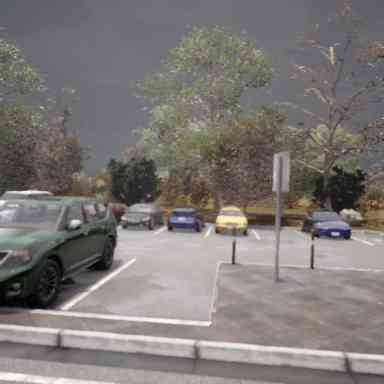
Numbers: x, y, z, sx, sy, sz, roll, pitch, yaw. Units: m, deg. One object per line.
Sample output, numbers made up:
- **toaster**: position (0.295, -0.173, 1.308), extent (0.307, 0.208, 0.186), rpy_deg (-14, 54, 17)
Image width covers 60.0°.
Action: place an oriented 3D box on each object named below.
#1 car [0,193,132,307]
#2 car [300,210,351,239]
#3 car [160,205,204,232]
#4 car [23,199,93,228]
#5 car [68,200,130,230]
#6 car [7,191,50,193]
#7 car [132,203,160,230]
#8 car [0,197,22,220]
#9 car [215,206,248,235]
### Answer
- **car**: position (-3.593, 1.152, 8.227), extent (2.435, 2.045, 5.566), rpy_deg (2, 0, 6)
- **car**: position (7.944, 1.862, 20.153), extent (2.163, 1.488, 4.792), rpy_deg (2, 0, 6)
- **car**: position (-0.326, 1.588, 21.089), extent (2.163, 1.488, 4.792), rpy_deg (2, 0, 6)
- **car**: position (-8.603, 1.285, 21.944), extent (2.097, 1.535, 5.008), rpy_deg (2, 0, 6)
- **car**: position (-5.844, 1.376, 21.651), extent (2.097, 1.535, 5.008), rpy_deg (2, 0, 6)
- **car**: position (-11.357, 0.942, 22.203), extent (2.435, 2.045, 5.566), rpy_deg (2, 0, 6)
- **car**: position (-3.086, 1.469, 21.359), extent (2.231, 1.521, 4.892), rpy_deg (2, 0, 6)
- **car**: position (-14.121, 1.103, 22.518), extent (2.231, 1.521, 4.892), rpy_deg (2, 0, 6)
- **car**: position (2.411, 1.646, 20.583), extent (1.946, 1.575, 5.366), rpy_deg (2, 0, 6)
